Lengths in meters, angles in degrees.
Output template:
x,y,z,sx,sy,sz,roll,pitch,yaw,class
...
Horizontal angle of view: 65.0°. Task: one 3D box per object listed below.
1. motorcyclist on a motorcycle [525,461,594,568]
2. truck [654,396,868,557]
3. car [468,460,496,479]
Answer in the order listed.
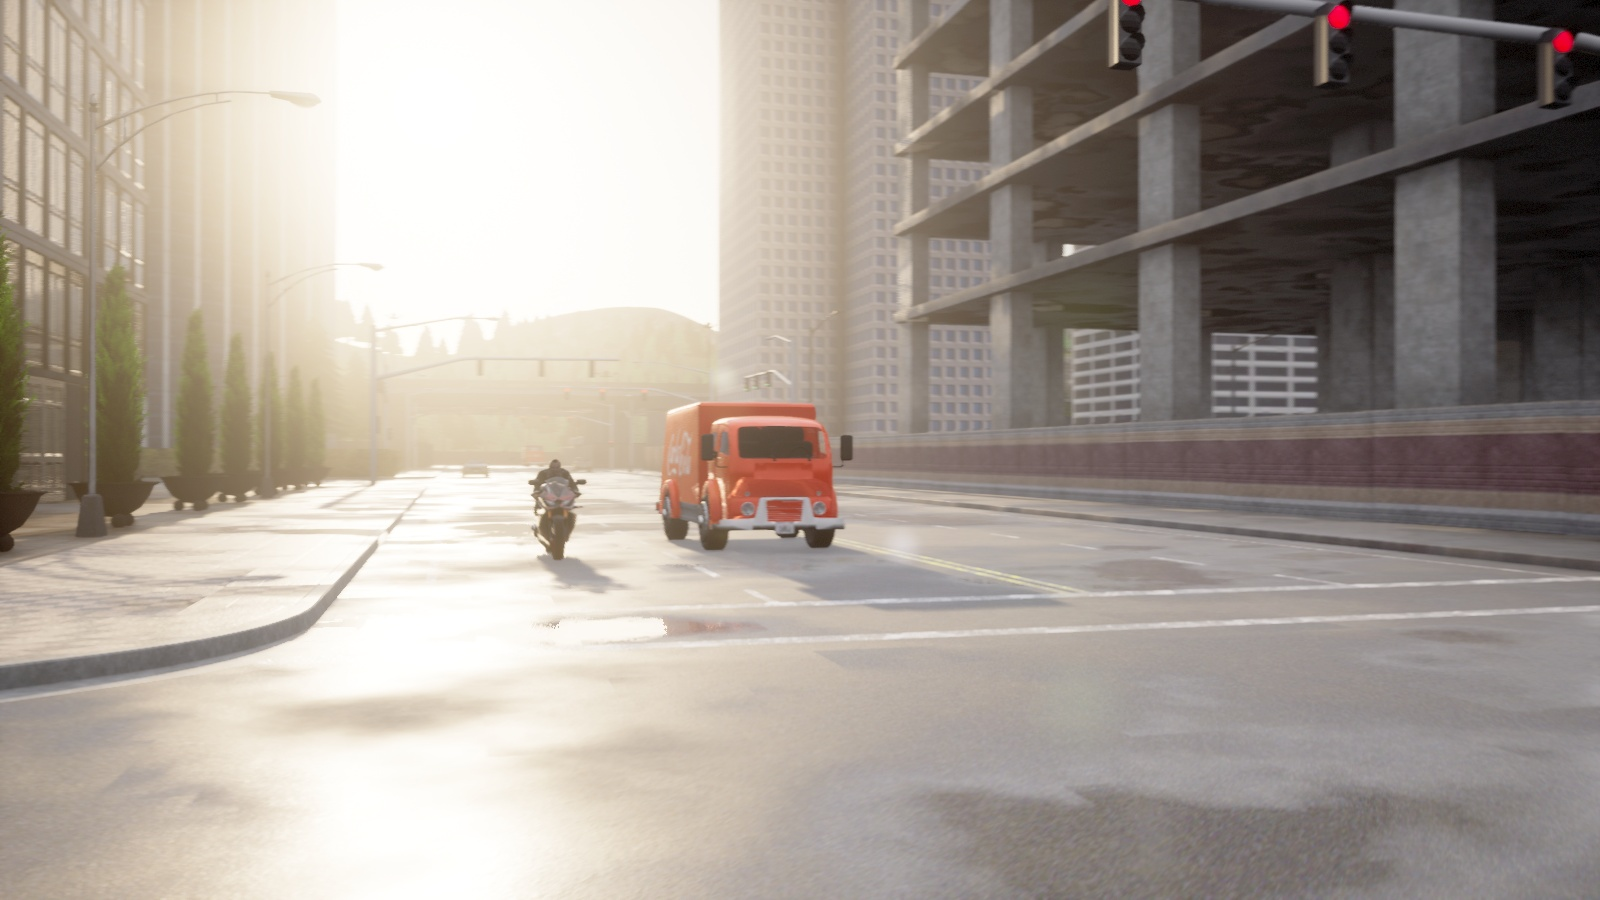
x,y,z,sx,sy,sz,roll,pitch,yaw,class
-3.697,0.930,19.151,0.866,1.530,2.191,0,0,-15,motorcyclist on a motorcycle
-0.867,0.414,22.099,2.627,2.467,5.204,0,0,-15,truck
-23.677,1.443,93.379,1.994,1.385,4.181,0,0,-15,car
